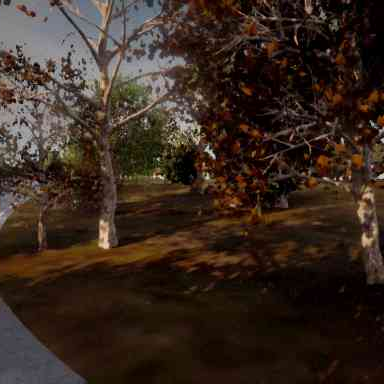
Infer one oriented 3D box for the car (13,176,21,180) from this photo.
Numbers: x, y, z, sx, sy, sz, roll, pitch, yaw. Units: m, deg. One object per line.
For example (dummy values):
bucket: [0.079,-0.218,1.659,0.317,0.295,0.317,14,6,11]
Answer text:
car: [-35.595,-2.612,67.895,1.812,1.442,4.674,0,4,-28]
